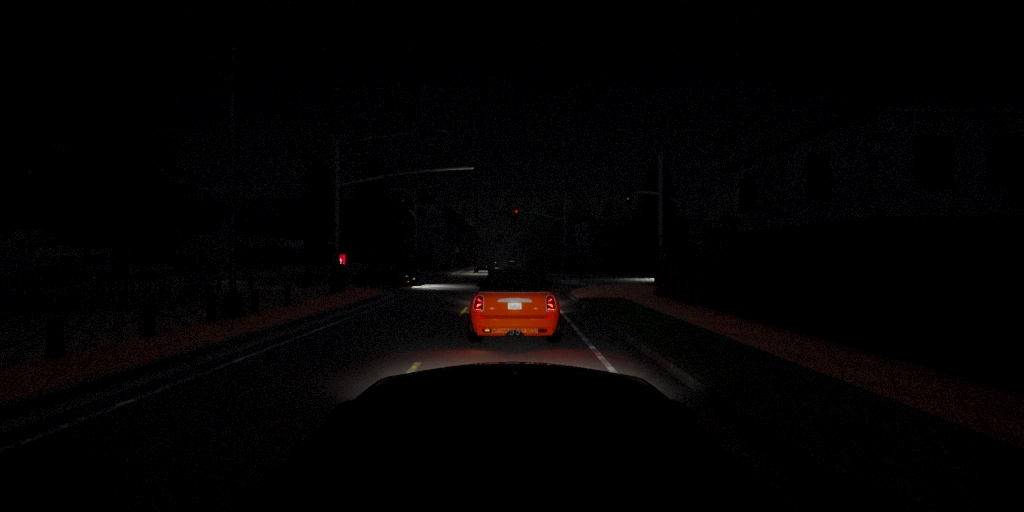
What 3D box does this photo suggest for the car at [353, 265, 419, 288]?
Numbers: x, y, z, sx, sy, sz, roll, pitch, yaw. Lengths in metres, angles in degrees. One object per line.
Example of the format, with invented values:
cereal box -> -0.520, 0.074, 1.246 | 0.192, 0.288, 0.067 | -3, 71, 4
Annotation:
car -> -8.386, 1.320, 23.960 | 4.181, 1.385, 1.994 | 0, 0, 12

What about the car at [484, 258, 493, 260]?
car -> -3.597, 1.218, 44.722 | 1.882, 1.535, 5.008 | 0, 0, 0

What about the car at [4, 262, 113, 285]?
car -> -29.815, 1.307, 24.079 | 5.357, 1.411, 2.033 | 0, 0, -2

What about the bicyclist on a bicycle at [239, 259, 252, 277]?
bicyclist on a bicycle -> -23.557, 1.059, 31.740 | 0.582, 1.620, 1.656 | 0, 0, -2

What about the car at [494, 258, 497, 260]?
car -> -3.590, 1.229, 54.184 | 2.128, 1.511, 4.902 | 0, 0, 0

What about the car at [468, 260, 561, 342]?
car -> 0.072, 1.100, 9.881 | 2.097, 1.767, 4.553 | 0, 0, 0

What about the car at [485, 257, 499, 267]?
car -> -3.558, 1.088, 63.981 | 2.097, 1.767, 4.553 | 0, 0, 0
